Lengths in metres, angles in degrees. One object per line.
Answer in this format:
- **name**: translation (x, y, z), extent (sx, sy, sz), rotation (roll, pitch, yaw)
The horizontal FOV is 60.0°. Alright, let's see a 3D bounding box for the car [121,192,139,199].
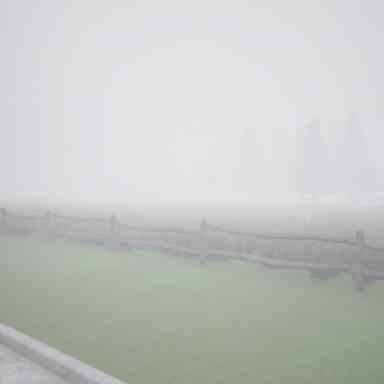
- **car**: translation (-14.284, 0.955, 76.246), extent (4.605, 1.855, 1.932), rotation (0, 0, 35)
